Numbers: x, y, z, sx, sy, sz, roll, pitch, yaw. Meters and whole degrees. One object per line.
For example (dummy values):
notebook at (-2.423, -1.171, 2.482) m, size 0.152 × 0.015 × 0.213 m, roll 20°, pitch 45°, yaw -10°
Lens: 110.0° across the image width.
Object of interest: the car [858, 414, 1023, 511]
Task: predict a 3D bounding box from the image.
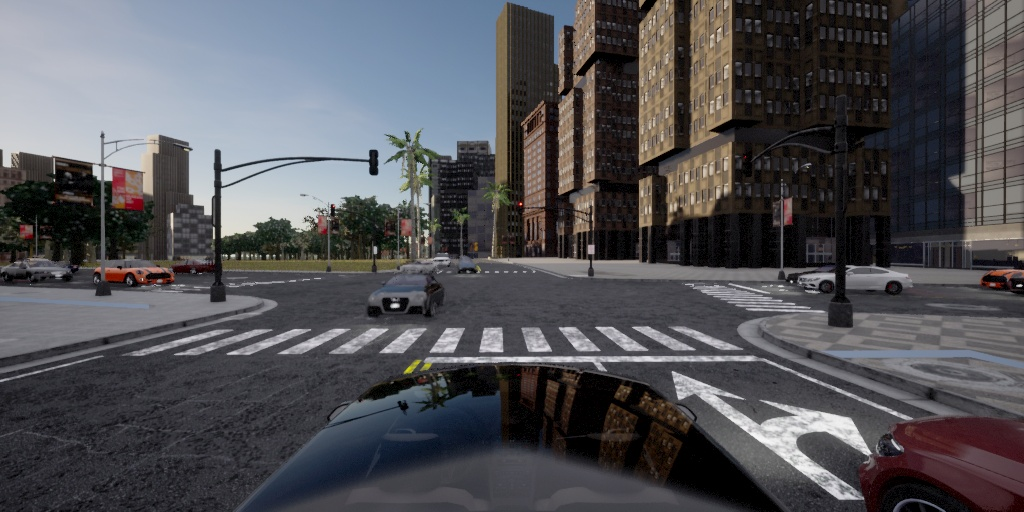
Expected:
car at (3.266, 1.276, 0.435) m, size 1.812 × 1.442 × 4.674 m, roll 0°, pitch 0°, yaw 0°

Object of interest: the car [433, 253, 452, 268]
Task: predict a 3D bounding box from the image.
car at (-9.981, 0.567, 51.399) m, size 2.150 × 2.045 × 5.566 m, roll 0°, pitch 1°, yaw -8°

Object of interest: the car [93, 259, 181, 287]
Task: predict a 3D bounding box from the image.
car at (-24.574, 1.004, 23.357) m, size 4.553 × 1.767 × 2.097 m, roll 0°, pitch 0°, yaw 15°

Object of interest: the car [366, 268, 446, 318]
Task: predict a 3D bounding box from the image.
car at (-3.587, 1.308, 12.811) m, size 1.994 × 1.385 × 4.181 m, roll 0°, pitch 0°, yaw -2°

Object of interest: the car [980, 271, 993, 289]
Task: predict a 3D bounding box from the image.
car at (29.236, 1.039, 19.622) m, size 4.553 × 1.767 × 2.097 m, roll 0°, pitch 0°, yaw 15°

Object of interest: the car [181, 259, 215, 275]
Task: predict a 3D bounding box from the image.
car at (-31.538, 1.067, 35.478) m, size 5.008 × 1.535 × 1.882 m, roll 0°, pitch 0°, yaw 15°

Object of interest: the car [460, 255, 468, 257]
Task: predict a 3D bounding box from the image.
car at (-6.640, 0.848, 50.853) m, size 2.128 × 1.511 × 4.902 m, roll 0°, pitch 1°, yaw -7°

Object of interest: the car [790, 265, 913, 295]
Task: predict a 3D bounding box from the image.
car at (18.159, 1.219, 19.169) m, size 4.674 × 1.442 × 1.812 m, roll 0°, pitch 0°, yaw 15°

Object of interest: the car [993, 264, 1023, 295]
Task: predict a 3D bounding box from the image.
car at (26.621, 1.263, 16.952) m, size 4.181 × 1.385 × 1.994 m, roll 0°, pitch 0°, yaw 14°

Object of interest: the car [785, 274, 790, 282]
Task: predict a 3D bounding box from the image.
car at (20.211, 1.228, 22.025) m, size 5.357 × 1.411 × 2.033 m, roll 0°, pitch 0°, yaw 12°

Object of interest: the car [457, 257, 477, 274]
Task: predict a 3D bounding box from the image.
car at (-4.709, 1.080, 36.786) m, size 2.033 × 1.411 × 5.357 m, roll 0°, pitch 1°, yaw -11°

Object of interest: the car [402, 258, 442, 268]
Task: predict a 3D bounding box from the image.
car at (-9.204, 1.142, 36.126) m, size 1.895 × 1.301 × 4.718 m, roll 1°, pitch 1°, yaw 12°

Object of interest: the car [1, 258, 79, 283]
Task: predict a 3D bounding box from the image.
car at (-34.311, 1.121, 25.916) m, size 4.902 × 1.511 × 2.128 m, roll 0°, pitch 0°, yaw 15°
